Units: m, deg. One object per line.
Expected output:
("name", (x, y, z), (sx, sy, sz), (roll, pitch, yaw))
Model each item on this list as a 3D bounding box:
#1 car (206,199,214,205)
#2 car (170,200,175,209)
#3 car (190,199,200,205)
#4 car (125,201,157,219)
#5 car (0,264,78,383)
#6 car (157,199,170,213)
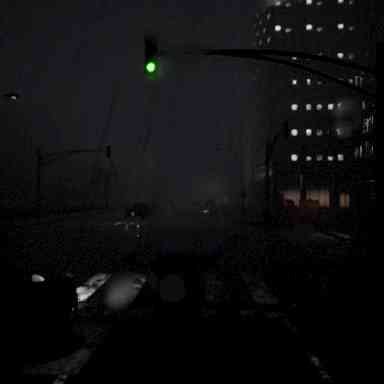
("car", (3.955, 2.215, 73.279), (2.033, 1.411, 5.357), (0, -1, 4))
("car", (-3.894, 1.952, 53.262), (1.882, 1.535, 5.008), (0, -1, 4))
("car", (0.690, 2.265, 73.151), (1.895, 1.301, 4.718), (0, -1, 4))
("car", (-5.206, 1.775, 32.585), (2.128, 1.511, 4.902), (0, -1, 4))
("car", (-3.049, 1.600, 4.330), (1.994, 1.385, 4.181), (0, -1, 1))
("car", (-4.565, 1.924, 42.812), (2.033, 1.411, 5.357), (0, -1, 3))
